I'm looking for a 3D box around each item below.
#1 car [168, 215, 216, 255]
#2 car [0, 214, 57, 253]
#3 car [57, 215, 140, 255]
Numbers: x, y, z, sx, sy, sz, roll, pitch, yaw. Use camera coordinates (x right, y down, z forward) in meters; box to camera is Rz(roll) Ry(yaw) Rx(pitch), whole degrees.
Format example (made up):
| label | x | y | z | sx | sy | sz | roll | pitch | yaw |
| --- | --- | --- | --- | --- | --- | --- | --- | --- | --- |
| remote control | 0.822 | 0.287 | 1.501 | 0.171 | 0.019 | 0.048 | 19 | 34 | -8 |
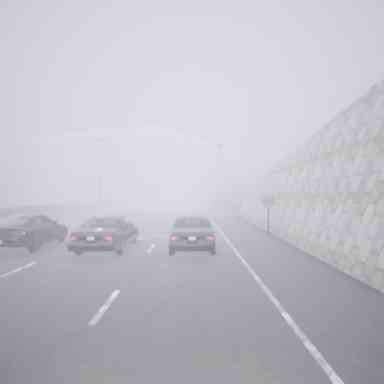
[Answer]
| label | x | y | z | sx | sy | sz | roll | pitch | yaw |
| --- | --- | --- | --- | --- | --- | --- | --- | --- | --- |
| car | 0.009 | 1.680 | 13.963 | 2.033 | 1.411 | 5.357 | 0 | -1 | 0 |
| car | -6.988 | 1.662 | 14.344 | 1.812 | 1.442 | 4.674 | 0 | 0 | 0 |
| car | -3.491 | 1.680 | 13.965 | 2.033 | 1.411 | 5.357 | 0 | -1 | 0 |
